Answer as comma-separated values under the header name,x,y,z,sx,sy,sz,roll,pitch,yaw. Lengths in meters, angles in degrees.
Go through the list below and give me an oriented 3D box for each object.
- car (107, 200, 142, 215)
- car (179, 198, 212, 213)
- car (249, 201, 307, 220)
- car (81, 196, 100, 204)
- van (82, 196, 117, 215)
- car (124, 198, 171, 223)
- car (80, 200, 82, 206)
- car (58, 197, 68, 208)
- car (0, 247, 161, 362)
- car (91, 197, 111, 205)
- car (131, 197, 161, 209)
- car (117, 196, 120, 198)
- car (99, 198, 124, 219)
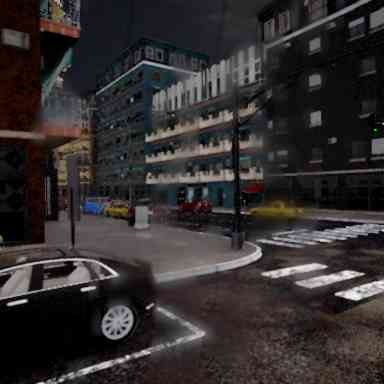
name,x,y,z,sx,sy,sz,roll,pitch,yaw
car,-7.348,1.612,35.856,1.895,1.301,4.718,-1,1,-36
car,0.286,1.316,35.124,1.967,1.590,4.097,-2,1,-36
car,6.629,1.373,26.262,1.752,1.417,4.829,-2,1,-36
car,-19.033,1.520,62.131,2.008,1.369,4.403,-2,1,-36
van,-9.751,1.408,34.749,1.690,1.788,3.998,-2,1,-36
car,-3.309,1.478,25.749,1.967,1.590,4.097,-2,1,-36
car,-17.978,1.668,50.882,1.994,1.385,4.181,-1,1,-36
car,-19.409,1.553,48.253,1.967,1.590,4.097,-2,1,-36
car,-2.559,1.547,4.748,4.403,1.369,2.008,0,-1,-35
car,-15.813,1.518,57.630,1.947,1.339,4.313,-2,1,-36
car,-6.152,1.456,44.127,2.008,1.369,4.403,-2,1,-36
car,-12.595,1.376,53.128,1.967,1.590,4.097,-2,1,-36
car,-6.428,1.577,30.112,1.752,1.417,4.829,-2,1,-36
